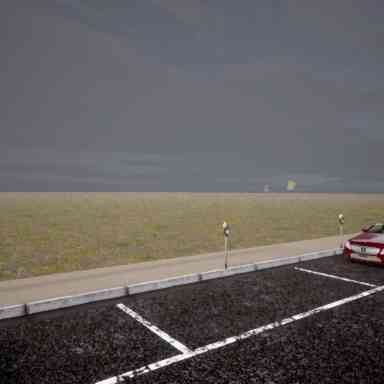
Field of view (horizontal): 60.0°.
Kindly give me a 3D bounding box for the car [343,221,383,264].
[{"bbox_3d":[6.637,1.584,10.792,4.206,1.307,1.802,0,1,-35],"label":"car"}]
